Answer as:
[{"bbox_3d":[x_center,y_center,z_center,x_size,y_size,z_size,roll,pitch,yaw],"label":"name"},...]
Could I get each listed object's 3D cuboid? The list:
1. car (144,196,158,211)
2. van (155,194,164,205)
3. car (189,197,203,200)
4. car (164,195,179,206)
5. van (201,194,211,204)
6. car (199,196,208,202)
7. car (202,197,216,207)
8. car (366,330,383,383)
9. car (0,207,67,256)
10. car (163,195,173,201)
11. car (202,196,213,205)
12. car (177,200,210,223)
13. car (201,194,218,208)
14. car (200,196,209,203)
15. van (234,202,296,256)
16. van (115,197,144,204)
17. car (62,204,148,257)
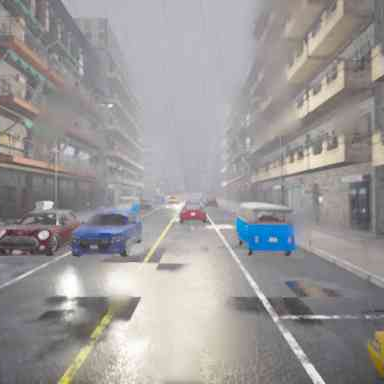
[{"bbox_3d":[-5.708,1.517,41.181,1.887,1.381,4.507,1,0,0],"label":"car"},{"bbox_3d":[-5.717,1.300,58.193,1.690,1.788,3.998,1,0,0],"label":"van"},{"bbox_3d":[0.070,1.572,42.223,1.895,1.301,4.718,0,0,0],"label":"car"},{"bbox_3d":[-3.106,1.439,54.566,1.882,1.535,5.008,0,0,0],"label":"car"},{"bbox_3d":[2.626,1.295,63.797,1.690,1.788,3.998,1,0,0],"label":"van"},{"bbox_3d":[2.614,1.525,75.139,1.802,1.307,4.206,1,0,0],"label":"car"},{"bbox_3d":[2.630,1.530,52.456,1.947,1.339,4.313,1,0,0],"label":"car"},{"bbox_3d":[2.690,1.525,1.592,1.752,1.417,4.829,1,0,0],"label":"car"},{"bbox_3d":[-5.685,1.433,12.826,1.967,1.590,4.097,1,0,0],"label":"car"},{"bbox_3d":[-5.827,1.488,80.872,2.008,1.369,4.403,1,0,0],"label":"car"},{"bbox_3d":[2.627,1.484,58.297,1.752,1.417,4.829,1,0,0],"label":"car"},{"bbox_3d":[0.080,1.549,25.774,1.994,1.385,4.181,0,0,0],"label":"car"},{"bbox_3d":[2.636,1.408,46.786,1.967,1.590,4.097,1,0,0],"label":"car"},{"bbox_3d":[2.618,1.530,69.468,1.802,1.307,4.206,1,0,0],"label":"car"},{"bbox_3d":[2.663,1.334,12.763,1.690,1.788,3.998,1,0,0],"label":"van"},{"bbox_3d":[-5.696,1.323,29.839,1.690,1.788,3.998,1,0,0],"label":"van"},{"bbox_3d":[-3.111,1.470,13.050,1.882,1.535,5.008,0,0,0],"label":"car"}]
